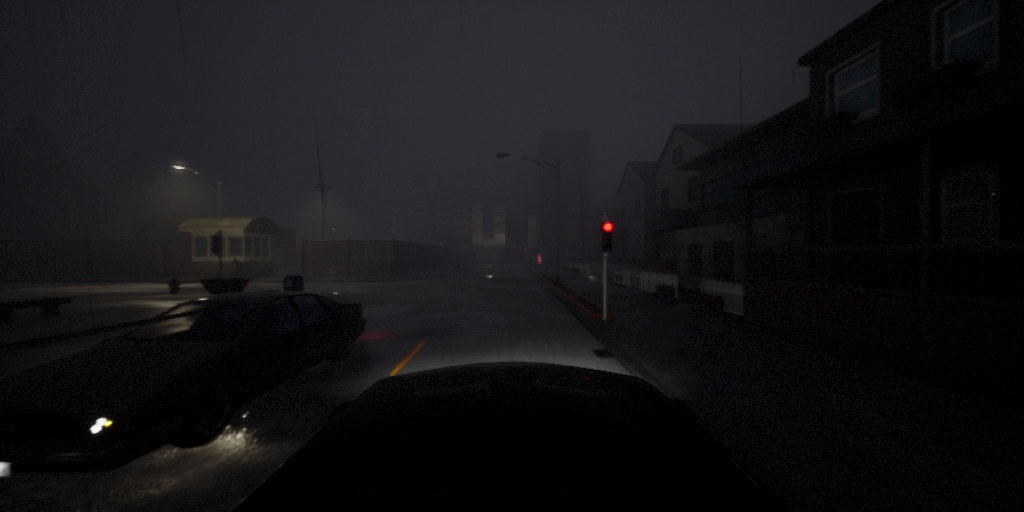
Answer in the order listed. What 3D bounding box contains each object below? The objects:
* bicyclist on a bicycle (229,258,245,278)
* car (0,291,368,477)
[{"bbox_3d":[-21.741,0.999,28.362,0.582,1.620,1.656,0,1,0],"label":"bicyclist on a bicycle"},{"bbox_3d":[-4.064,1.284,5.483,2.033,1.411,5.357,0,0,0],"label":"car"}]
